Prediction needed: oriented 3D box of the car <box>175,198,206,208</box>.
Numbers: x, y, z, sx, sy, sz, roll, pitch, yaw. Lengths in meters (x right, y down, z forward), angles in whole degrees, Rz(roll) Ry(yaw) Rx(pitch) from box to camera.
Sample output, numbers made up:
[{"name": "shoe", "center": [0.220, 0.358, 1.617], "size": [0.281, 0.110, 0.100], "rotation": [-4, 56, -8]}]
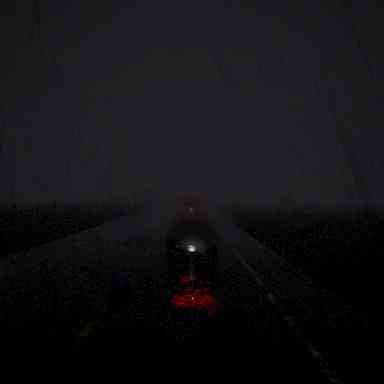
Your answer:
[{"name": "car", "center": [0.011, 1.491, 27.575], "size": [2.150, 2.045, 5.566], "rotation": [0, 0, 0]}]

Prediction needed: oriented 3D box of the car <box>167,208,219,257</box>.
[{"name": "car", "center": [0.020, 1.640, 13.489], "size": [1.837, 1.490, 4.892], "rotation": [0, 0, 0]}]

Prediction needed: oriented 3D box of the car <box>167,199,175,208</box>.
[{"name": "car", "center": [-3.523, 2.041, 60.799], "size": [1.882, 1.535, 5.008], "rotation": [0, -1, 1]}]
